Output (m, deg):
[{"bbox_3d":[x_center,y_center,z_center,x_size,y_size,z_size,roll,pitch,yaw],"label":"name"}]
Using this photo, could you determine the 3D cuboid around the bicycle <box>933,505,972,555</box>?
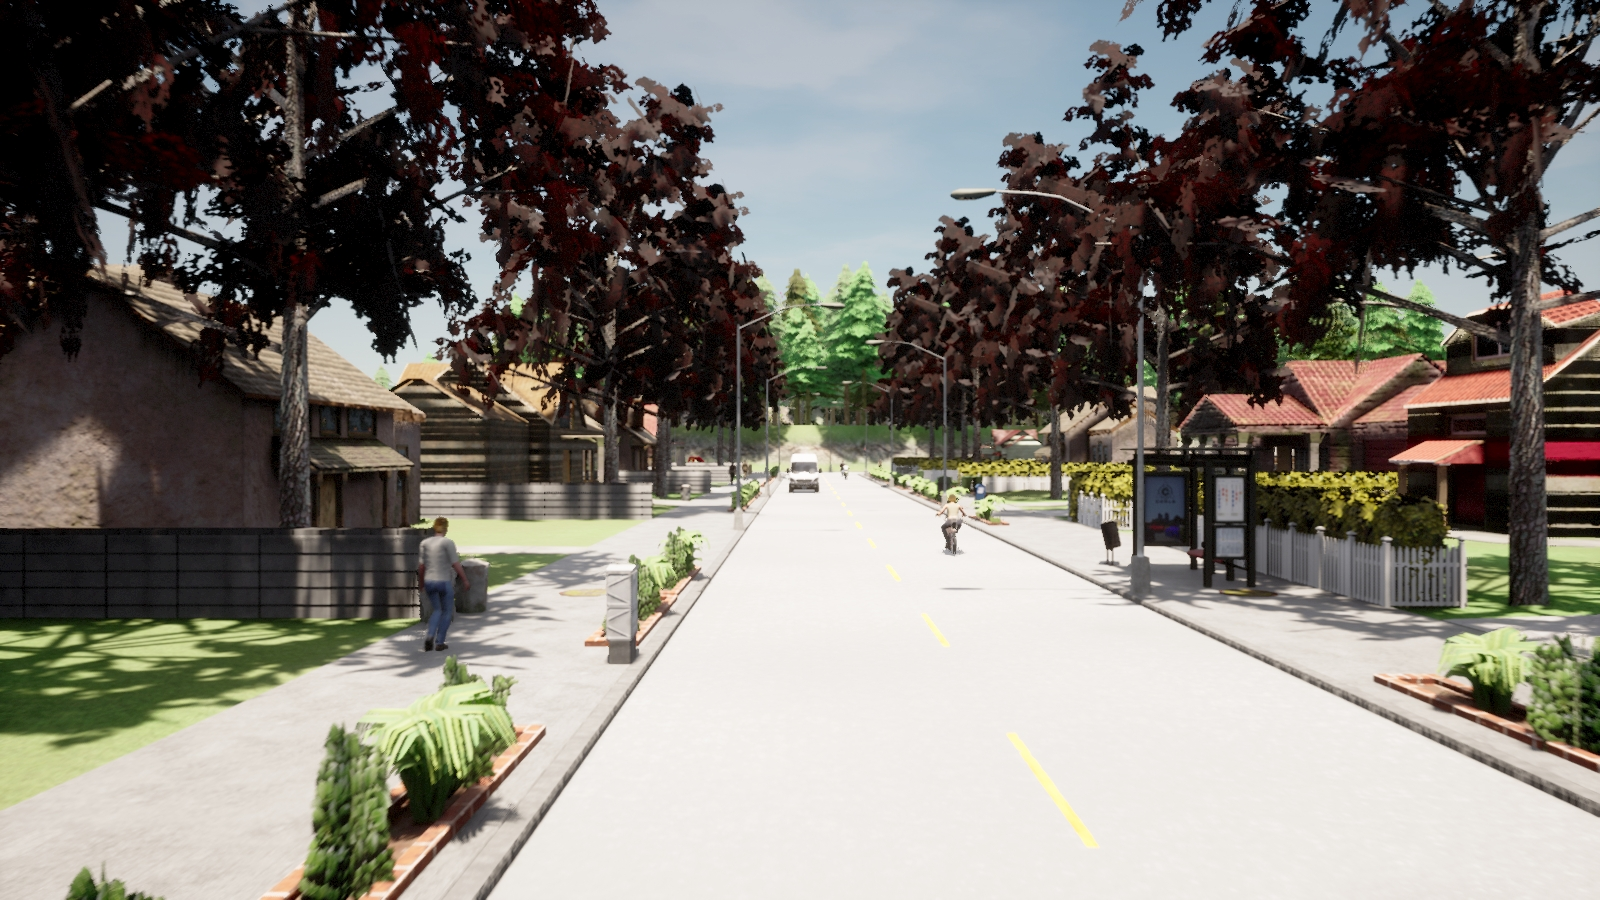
[{"bbox_3d":[4.132,2.160,31.099,0.859,1.276,1.487,0,0,0],"label":"bicycle"}]

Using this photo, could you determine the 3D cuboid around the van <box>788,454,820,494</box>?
[{"bbox_3d":[0.274,1.540,75.458,1.988,2.561,5.915,0,0,0],"label":"van"}]

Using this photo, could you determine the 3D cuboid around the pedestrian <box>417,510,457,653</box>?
[{"bbox_3d":[-4.841,1.744,15.249,0.375,1.860,0.375,0,0,9],"label":"pedestrian"}]
